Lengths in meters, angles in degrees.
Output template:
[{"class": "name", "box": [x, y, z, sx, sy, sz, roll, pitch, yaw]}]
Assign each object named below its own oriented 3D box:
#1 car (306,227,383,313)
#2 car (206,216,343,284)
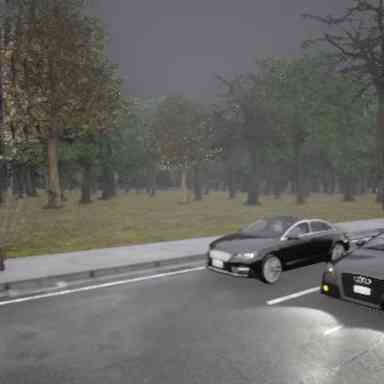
[{"class": "car", "box": [4.603, 1.527, 6.999, 4.181, 1.385, 1.994, 0, 0, -36]}, {"class": "car", "box": [2.615, 1.465, 9.576, 4.902, 1.511, 2.128, 0, 0, -36]}]
